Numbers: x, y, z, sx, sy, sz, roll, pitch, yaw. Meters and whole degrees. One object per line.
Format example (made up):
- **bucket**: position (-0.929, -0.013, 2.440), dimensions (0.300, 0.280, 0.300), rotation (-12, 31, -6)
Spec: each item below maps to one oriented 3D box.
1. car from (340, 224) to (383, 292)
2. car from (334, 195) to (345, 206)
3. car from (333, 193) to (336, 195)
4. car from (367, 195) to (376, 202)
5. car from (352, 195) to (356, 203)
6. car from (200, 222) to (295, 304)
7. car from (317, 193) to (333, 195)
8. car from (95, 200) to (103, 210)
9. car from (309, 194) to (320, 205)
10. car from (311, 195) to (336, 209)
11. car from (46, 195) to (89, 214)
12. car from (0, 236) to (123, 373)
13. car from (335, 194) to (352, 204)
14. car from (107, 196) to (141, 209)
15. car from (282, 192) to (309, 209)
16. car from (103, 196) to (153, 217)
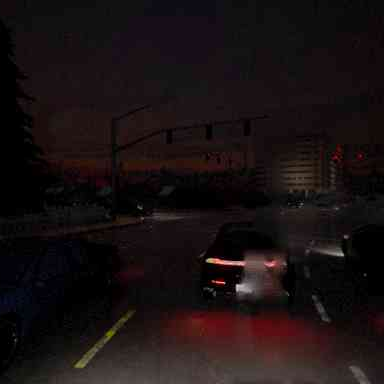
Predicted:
- **car**: position (5.197, 1.549, 8.623), dimensions (2.033, 1.411, 5.357), rotation (0, 0, 16)
- **car**: position (23.226, 1.611, 54.329), dimensions (1.895, 1.301, 4.718), rotation (0, 0, 32)
- **car**: position (30.030, 1.238, 71.900), dimensions (2.150, 2.045, 5.566), rotation (0, 0, 32)
- **car**: position (42.803, 1.540, 79.288), dimensions (2.128, 1.511, 4.902), rotation (0, 0, 32)
- **car**: position (33.496, 1.368, 70.853), dimensions (2.097, 1.767, 4.553), rotation (0, 0, 32)
- **car**: position (1.445, 1.493, 8.256), dimensions (2.128, 1.511, 4.902), rotation (0, 0, 12)
- **car**: position (24.564, 1.233, 63.058), dimensions (2.150, 2.045, 5.566), rotation (0, 0, 32)
- **car**: position (-9.019, 1.553, 38.129), dimensions (4.902, 1.511, 2.128), rotation (0, 0, 32)
- **car**: position (19.492, 1.536, 54.943), dimensions (1.812, 1.442, 4.674), rotation (0, 0, 32)
- **car**: position (18.443, 1.534, 46.582), dimensions (1.812, 1.442, 4.674), rotation (0, 0, 32)
- **car**: position (-14.054, 1.283, 37.147), dimensions (5.566, 2.045, 2.150), rotation (0, 0, 32)
- **car**: position (-2.950, 1.548, 5.937), dimensions (2.033, 1.411, 5.357), rotation (0, 0, 9)
- **car**: position (28.113, 1.612, 62.137), dimensions (1.895, 1.301, 4.718), rotation (0, 0, 32)
- **car**: position (-9.627, 1.415, 47.004), dimensions (4.553, 1.767, 2.097), rotation (0, 0, 32)
- **car**: position (14.378, 1.230, 46.674), dimensions (2.150, 2.045, 5.566), rotation (0, 0, 32)
- **car**: position (-5.931, 1.413, 32.062), dimensions (4.553, 1.767, 2.097), rotation (0, 0, 32)
